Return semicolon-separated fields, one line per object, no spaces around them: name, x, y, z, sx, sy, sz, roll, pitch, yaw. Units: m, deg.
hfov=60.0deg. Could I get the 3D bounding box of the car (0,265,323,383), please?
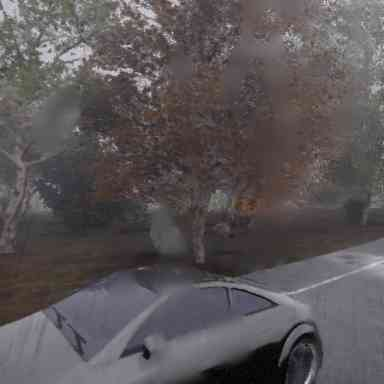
car;-0.487;1.572;3.504;4.181;1.385;1.994;0;0;-37
